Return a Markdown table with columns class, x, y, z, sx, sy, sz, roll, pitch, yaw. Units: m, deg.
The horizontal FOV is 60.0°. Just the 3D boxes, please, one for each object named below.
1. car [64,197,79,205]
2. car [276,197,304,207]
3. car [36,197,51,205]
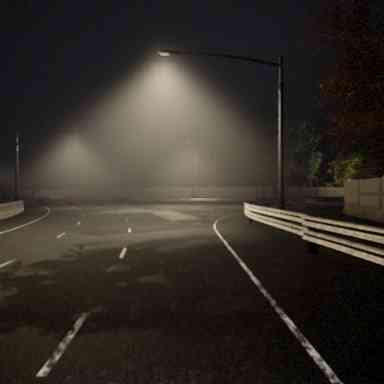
| class | x | y | z | sx | sy | sz | roll | pitch | yaw |
| --- | --- | --- | --- | --- | --- | --- | --- | --- | --- |
| car | -21.538 | 1.568 | 59.360 | 1.812 | 1.442 | 4.674 | 0 | 0 | -33 |
| car | 14.891 | 1.498 | 50.865 | 5.357 | 1.411 | 2.033 | 0 | 0 | -39 |
| car | -27.703 | 1.583 | 62.130 | 1.812 | 1.442 | 4.674 | 0 | 0 | -39 |
